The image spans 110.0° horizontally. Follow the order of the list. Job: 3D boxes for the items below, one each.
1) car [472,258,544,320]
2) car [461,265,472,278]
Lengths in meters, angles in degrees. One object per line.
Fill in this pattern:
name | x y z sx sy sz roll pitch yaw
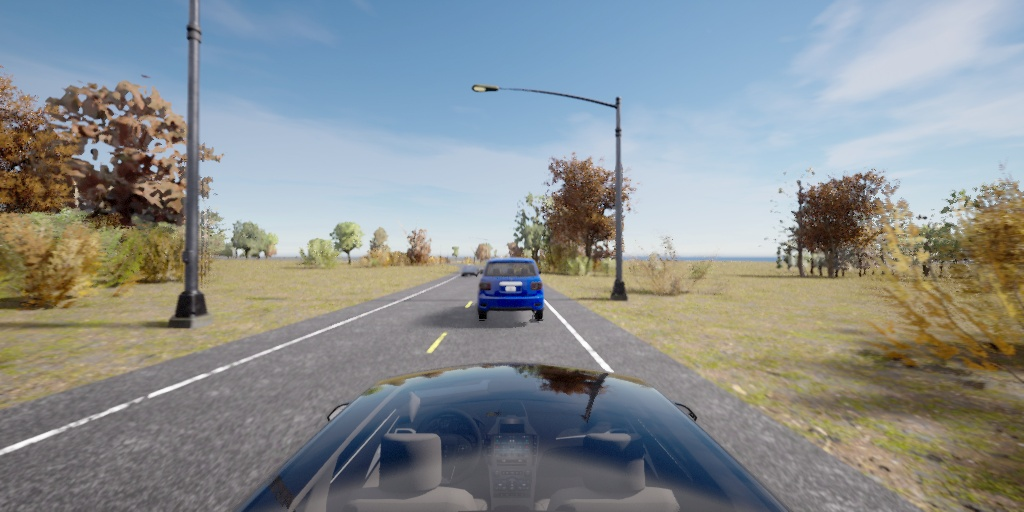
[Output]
car | -0.060 1.105 13.406 2.150 2.045 5.566 0 -1 -1
car | -4.903 1.768 41.838 2.033 1.411 5.357 0 -1 -4
